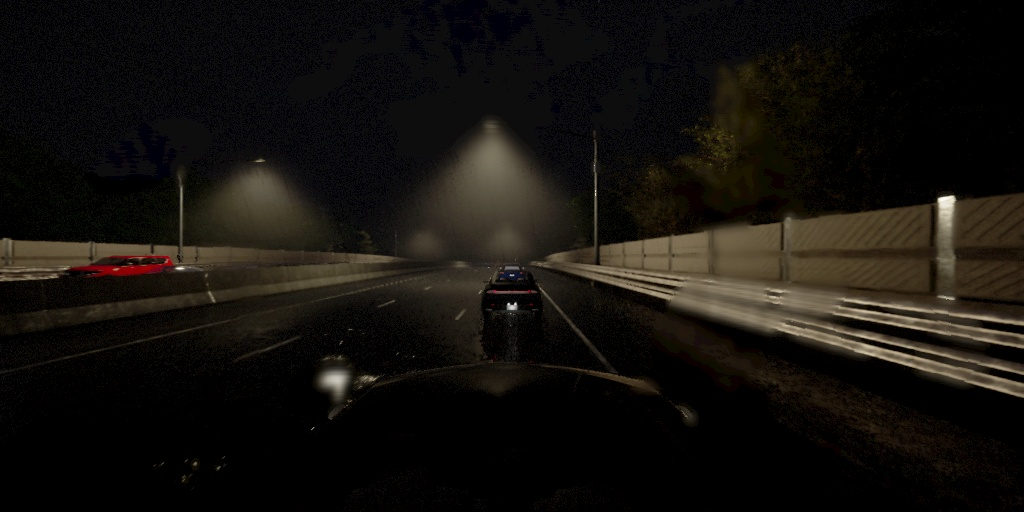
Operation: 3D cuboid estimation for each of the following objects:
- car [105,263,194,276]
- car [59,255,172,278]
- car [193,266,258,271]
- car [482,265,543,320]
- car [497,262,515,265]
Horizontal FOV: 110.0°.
[{"bbox_3d":[-21.094,1.305,22.273,2.033,1.411,5.357,0,0,0],"label":"car"},{"bbox_3d":[-24.595,0.980,22.772,2.150,2.045,5.566,0,0,0],"label":"car"},{"bbox_3d":[-17.593,1.323,23.155,1.994,1.385,4.181,0,0,0],"label":"car"},{"bbox_3d":[0.002,1.248,12.562,2.128,1.511,4.902,0,0,0],"label":"car"},{"bbox_3d":[0.005,1.333,27.309,1.994,1.385,4.181,0,0,0],"label":"car"}]
